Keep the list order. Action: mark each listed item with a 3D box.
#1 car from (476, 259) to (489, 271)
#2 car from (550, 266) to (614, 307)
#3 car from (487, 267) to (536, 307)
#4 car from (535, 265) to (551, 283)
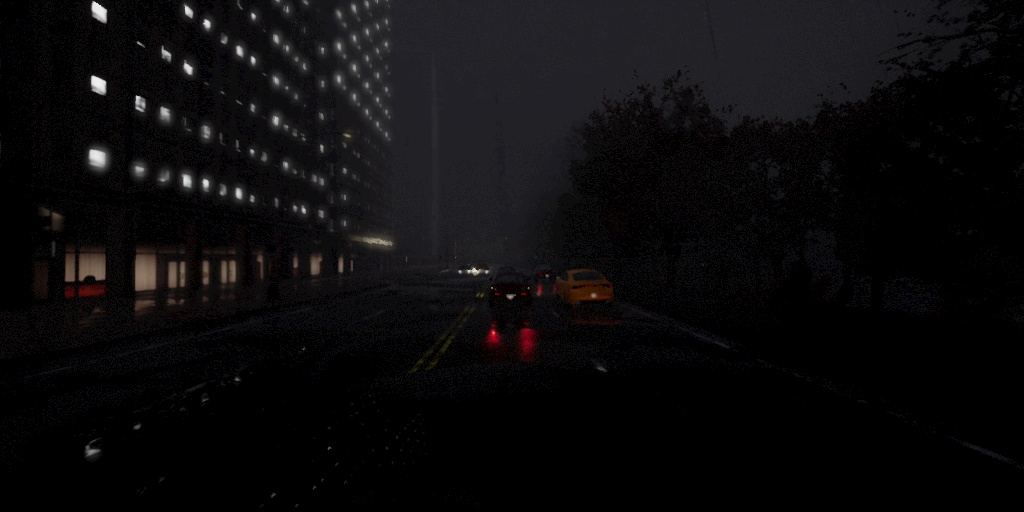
[{"bbox_3d":[-5.352,1.576,64.947,2.150,2.045,5.566,0,-1,-3],"label":"car"},{"bbox_3d":[3.149,1.328,16.414,1.882,1.535,5.008,-3,1,0],"label":"car"},{"bbox_3d":[-0.090,1.413,16.283,1.812,1.442,4.674,0,0,-1],"label":"car"},{"bbox_3d":[2.796,1.514,31.404,1.812,1.442,4.674,-3,-2,-2],"label":"car"}]
